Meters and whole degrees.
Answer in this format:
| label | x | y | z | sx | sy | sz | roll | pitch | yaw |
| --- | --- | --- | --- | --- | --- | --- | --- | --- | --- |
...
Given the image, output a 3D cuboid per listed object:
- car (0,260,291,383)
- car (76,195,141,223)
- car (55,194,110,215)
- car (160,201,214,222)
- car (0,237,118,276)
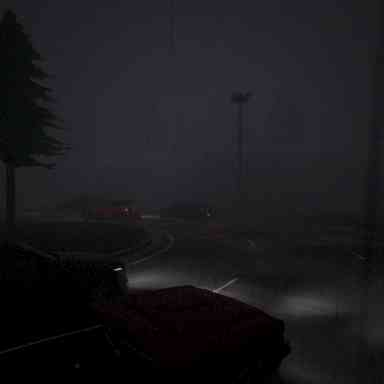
| label | x | y | z | sx | sy | sz | roll | pitch | yaw |
| --- | --- | --- | --- | --- | --- | --- | --- | --- | --- |
| car | -1.225 | 1.600 | 3.073 | 4.718 | 1.301 | 1.895 | 0 | 0 | -36 |
| car | -6.295 | 1.348 | 25.696 | 4.553 | 1.767 | 2.097 | 0 | 0 | 25 |
| car | -10.738 | 1.215 | 33.336 | 5.566 | 2.045 | 2.150 | 0 | 0 | -1 |
| car | -0.496 | 1.485 | 26.331 | 2.128 | 1.511 | 4.902 | 1 | 0 | -45 |
| car | -3.437 | 1.525 | 5.823 | 4.674 | 1.442 | 1.812 | 0 | 1 | -37 |
